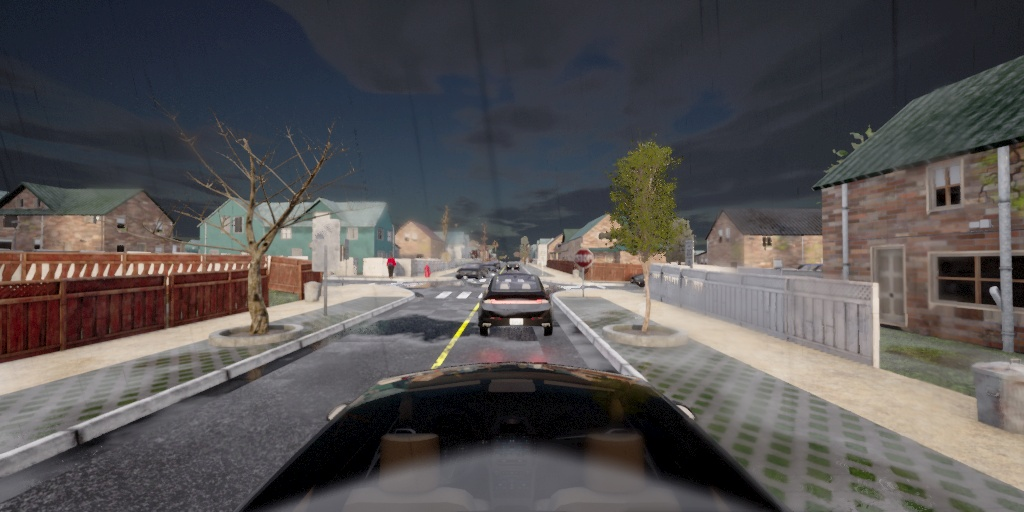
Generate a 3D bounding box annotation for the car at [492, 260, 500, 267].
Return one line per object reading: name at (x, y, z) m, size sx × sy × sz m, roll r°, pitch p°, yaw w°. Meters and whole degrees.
car at (-2.833, 1.373, 43.568) m, size 1.994 × 1.385 × 4.181 m, roll 0°, pitch 0°, yaw 0°

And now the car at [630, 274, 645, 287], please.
car at (11.013, 1.575, 25.599) m, size 4.892 × 1.490 × 1.837 m, roll 1°, pitch -1°, yaw 1°

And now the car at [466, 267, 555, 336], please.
car at (0.100, 1.246, 10.374) m, size 2.128 × 1.511 × 4.902 m, roll 0°, pitch 0°, yaw 0°

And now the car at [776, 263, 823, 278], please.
car at (21.752, 1.534, 25.562) m, size 5.566 × 2.045 × 2.150 m, roll 1°, pitch -1°, yaw 0°

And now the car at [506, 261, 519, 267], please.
car at (0.110, 1.436, 52.256) m, size 1.895 × 1.301 × 4.718 m, roll 0°, pitch 0°, yaw 0°

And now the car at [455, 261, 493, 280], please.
car at (-3.382, 1.326, 31.265) m, size 2.033 × 1.411 × 5.357 m, roll 0°, pitch 0°, yaw 8°

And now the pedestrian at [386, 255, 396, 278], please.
pedestrian at (-9.623, 0.795, 28.490) m, size 0.375 × 1.860 × 0.375 m, roll 0°, pitch -2°, yaw 0°
